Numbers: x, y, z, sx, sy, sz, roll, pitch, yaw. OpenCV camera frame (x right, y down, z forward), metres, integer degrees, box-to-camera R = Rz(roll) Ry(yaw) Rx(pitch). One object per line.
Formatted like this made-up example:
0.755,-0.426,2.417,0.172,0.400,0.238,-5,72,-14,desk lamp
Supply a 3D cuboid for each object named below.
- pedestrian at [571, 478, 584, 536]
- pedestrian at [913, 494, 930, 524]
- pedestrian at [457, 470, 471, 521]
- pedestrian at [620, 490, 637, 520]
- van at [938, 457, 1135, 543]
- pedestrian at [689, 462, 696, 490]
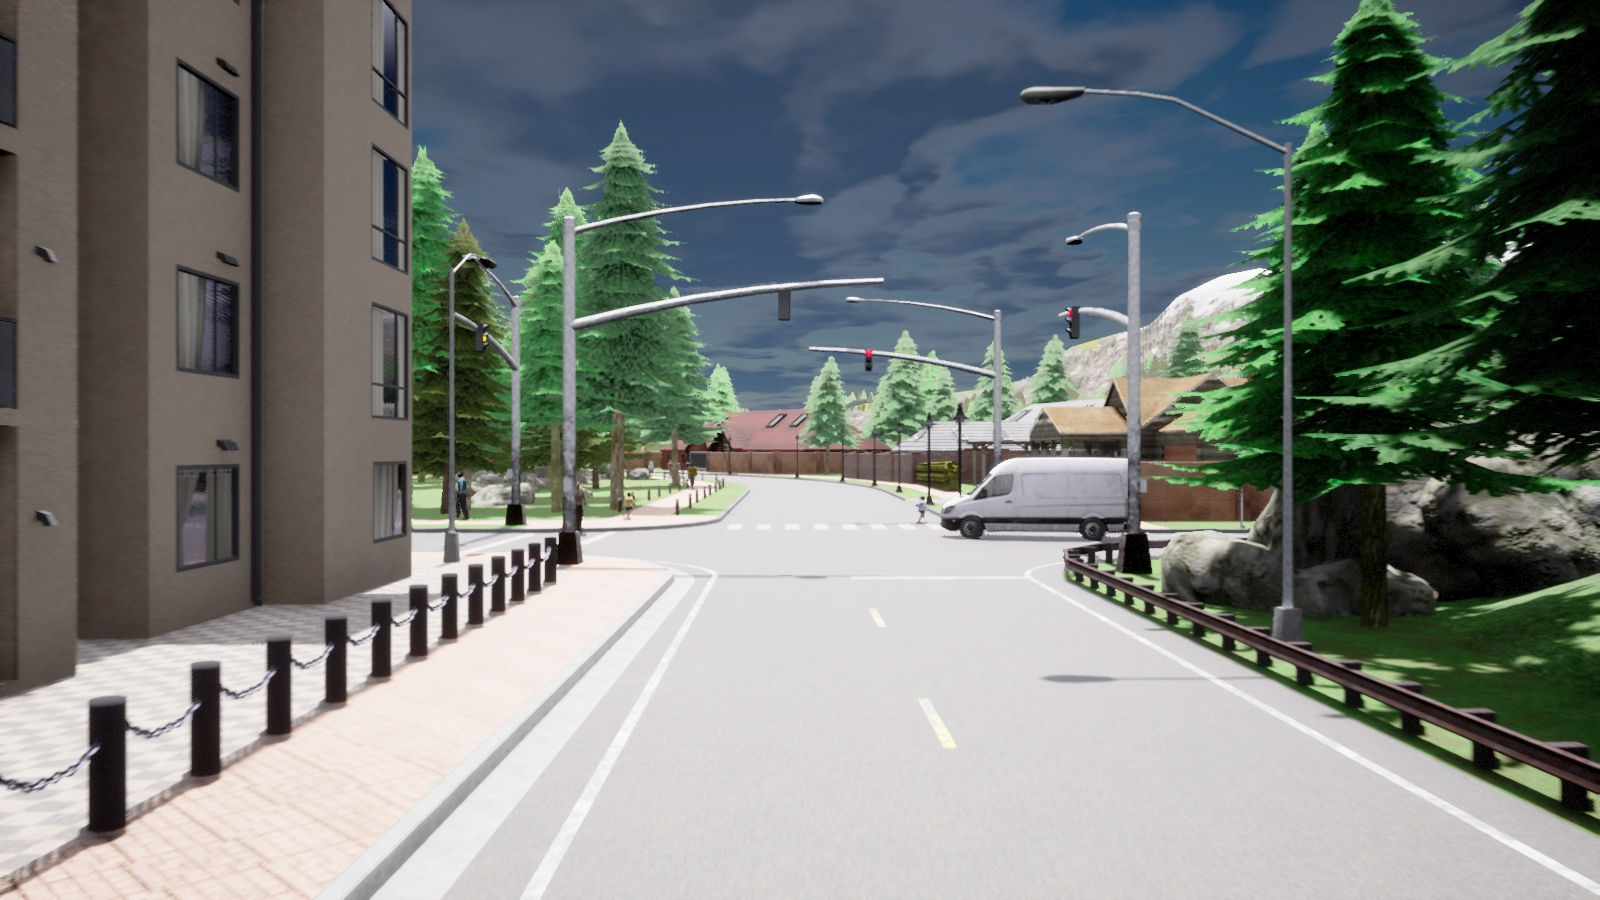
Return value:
-7.156,1.836,36.780,0.375,1.860,0.375,0,0,-7,pedestrian
4.551,2.203,42.752,0.500,1.100,0.500,0,0,-13,pedestrian
-12.517,1.684,42.551,0.375,1.860,0.375,0,0,2,pedestrian
-6.429,2.061,42.826,0.500,1.100,0.500,0,0,5,pedestrian
7.400,1.517,36.064,5.915,2.561,1.988,0,0,11,van
-6.959,1.676,73.933,0.375,1.860,0.375,0,0,-1,pedestrian
